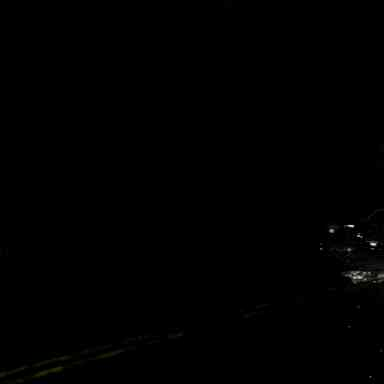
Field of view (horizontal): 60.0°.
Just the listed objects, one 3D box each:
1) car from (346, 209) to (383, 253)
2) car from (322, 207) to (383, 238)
[{"bbox_3d":[8.260,1.524,12.470,4.892,1.490,1.837,0,0,-29],"label":"car"},{"bbox_3d":[8.538,1.518,16.343,4.902,1.511,2.128,0,0,-28],"label":"car"}]
